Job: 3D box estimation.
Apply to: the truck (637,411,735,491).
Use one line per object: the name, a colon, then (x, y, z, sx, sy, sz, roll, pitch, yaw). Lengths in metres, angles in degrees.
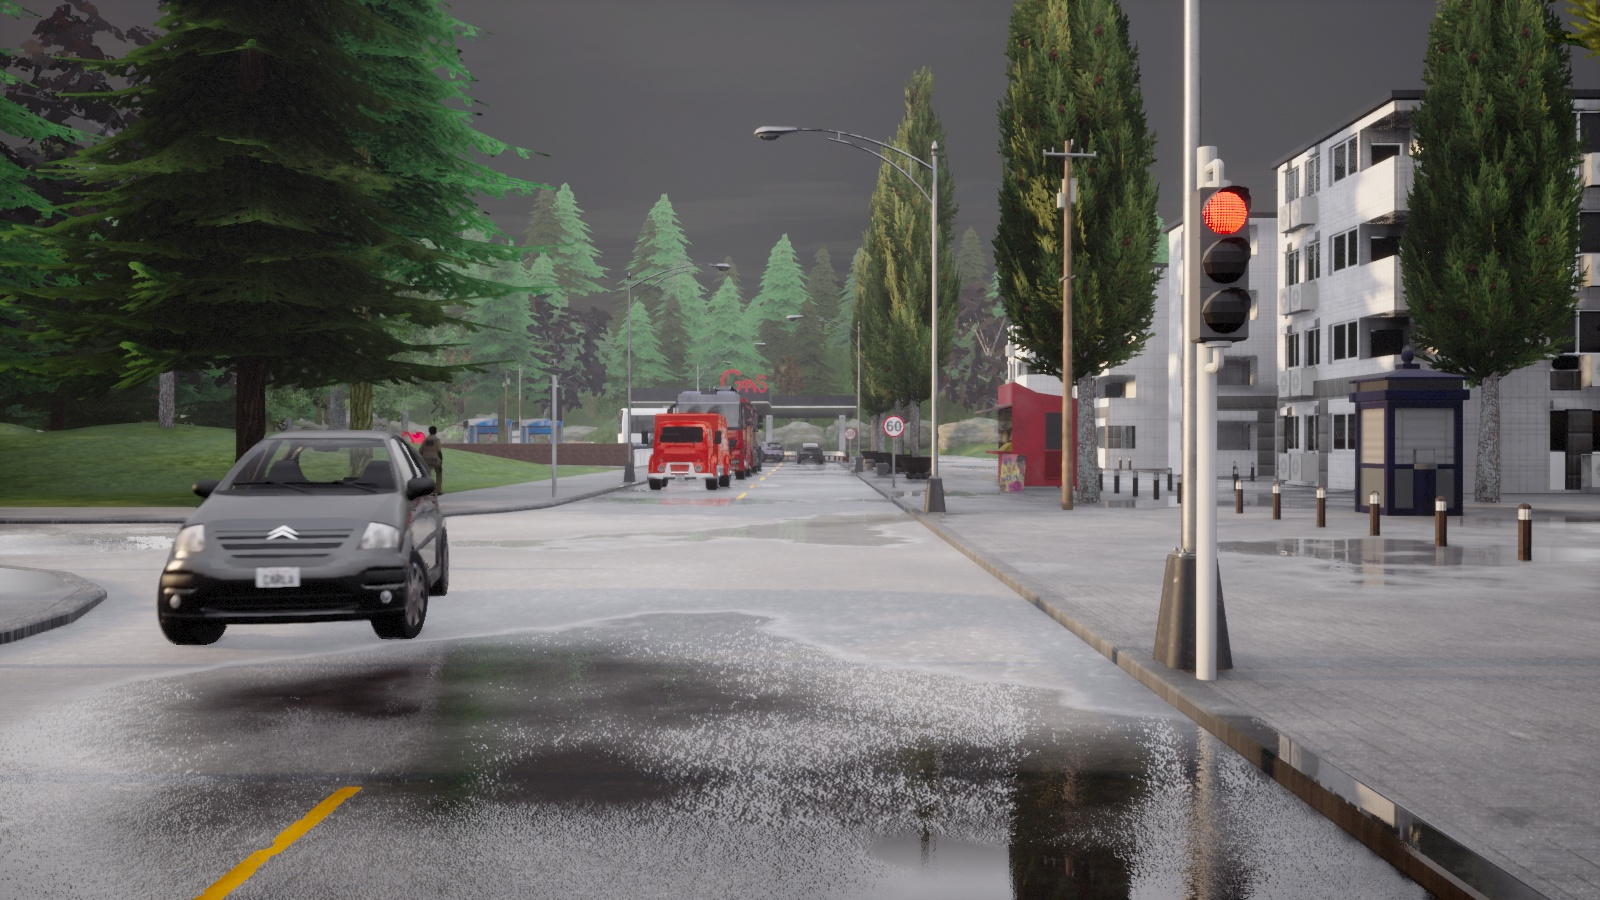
truck: (-3.652, 0.024, 41.332, 2.627, 2.467, 5.204, 0, 0, 1)

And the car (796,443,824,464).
car: (0.697, 0.238, 91.082, 1.837, 1.490, 4.892, 0, 0, -1)

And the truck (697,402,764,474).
truck: (-3.469, -0.603, 64.590, 2.891, 3.462, 7.936, 0, 0, 1)

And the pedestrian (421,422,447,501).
pedestrian: (-9.009, 0.274, 30.917, 0.396, 1.930, 0.692, 0, 0, 5)

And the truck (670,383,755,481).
truck: (-3.575, -0.721, 53.228, 2.891, 3.827, 8.468, 0, 0, 1)

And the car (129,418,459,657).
car: (-4.007, 0.581, 10.644, 1.851, 1.617, 3.988, 0, 0, -11)
